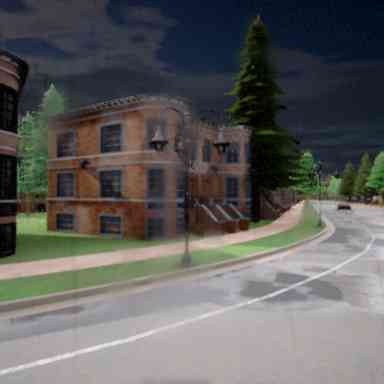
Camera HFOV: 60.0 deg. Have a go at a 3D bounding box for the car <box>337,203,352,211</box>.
[{"bbox_3d":[25.013,2.449,54.680,1.895,1.301,4.718,0,-1,20],"label":"car"}]
